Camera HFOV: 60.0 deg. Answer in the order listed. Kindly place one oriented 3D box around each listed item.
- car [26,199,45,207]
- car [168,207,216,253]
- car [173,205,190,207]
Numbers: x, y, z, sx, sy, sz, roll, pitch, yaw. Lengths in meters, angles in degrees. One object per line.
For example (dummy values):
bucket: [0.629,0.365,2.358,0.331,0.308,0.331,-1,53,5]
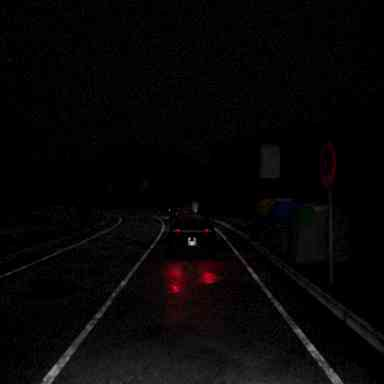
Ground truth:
car: [-28.360,1.901,59.515,4.181,1.385,1.994,0,-1,25]
car: [-0.008,1.631,14.289,2.128,1.511,4.902,0,0,0]
car: [-0.948,1.835,29.235,2.033,1.411,5.357,0,-1,-10]
